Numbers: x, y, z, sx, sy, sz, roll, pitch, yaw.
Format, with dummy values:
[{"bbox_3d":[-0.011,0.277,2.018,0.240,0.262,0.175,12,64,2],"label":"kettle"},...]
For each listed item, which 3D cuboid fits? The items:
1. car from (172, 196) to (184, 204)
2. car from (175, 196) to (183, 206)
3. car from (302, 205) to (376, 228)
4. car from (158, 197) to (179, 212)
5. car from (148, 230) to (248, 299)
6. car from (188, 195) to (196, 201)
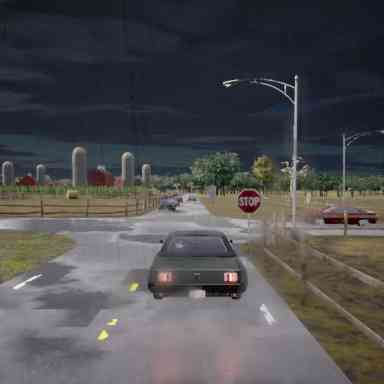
[{"bbox_3d":[-2.747,1.466,65.064,2.033,1.411,5.357,0,0,1],"label":"car"},{"bbox_3d":[-2.816,1.515,48.469,1.994,1.385,4.181,0,0,0],"label":"car"},{"bbox_3d":[10.562,1.675,24.086,5.008,1.535,1.882,1,1,2],"label":"car"},{"bbox_3d":[-2.784,1.570,38.173,1.895,1.301,4.718,0,0,-1],"label":"car"},{"bbox_3d":[0.107,1.597,8.361,1.895,1.301,4.718,0,0,0],"label":"car"},{"bbox_3d":[0.040,1.439,78.602,1.994,1.385,4.181,0,0,0],"label":"car"}]
